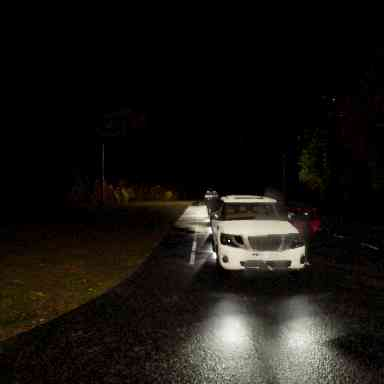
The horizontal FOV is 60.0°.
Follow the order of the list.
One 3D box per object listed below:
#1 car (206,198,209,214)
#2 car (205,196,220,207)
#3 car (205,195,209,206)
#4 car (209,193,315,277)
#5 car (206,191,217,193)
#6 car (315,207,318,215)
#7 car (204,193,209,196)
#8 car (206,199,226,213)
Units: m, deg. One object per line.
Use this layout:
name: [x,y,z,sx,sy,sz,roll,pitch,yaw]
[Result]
car: [2.139,1.380,23.034,1.837,1.490,4.892,0,0,2]
car: [2.937,1.314,47.946,1.994,1.385,4.181,0,0,3]
car: [2.326,1.322,29.287,1.882,1.535,5.008,0,0,2]
car: [1.772,1.160,10.449,2.150,2.045,5.566,0,0,1]
car: [3.166,0.938,54.378,2.150,2.045,5.566,0,0,3]
car: [9.315,1.447,29.062,1.895,1.301,4.718,0,0,2]
car: [2.709,1.275,41.539,2.128,1.511,4.902,0,0,2]
car: [2.511,1.415,35.374,1.895,1.301,4.718,0,0,2]
